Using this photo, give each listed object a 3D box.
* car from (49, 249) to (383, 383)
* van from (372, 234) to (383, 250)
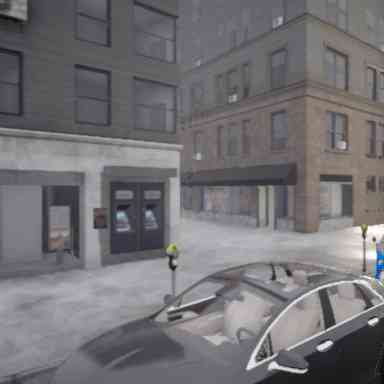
[{"bbox_3d":[0.769,1.544,3.627,4.403,1.369,2.008,0,0,-35],"label":"car"},{"bbox_3d":[5.390,1.329,6.910,3.998,1.788,1.690,0,0,-35],"label":"van"}]
